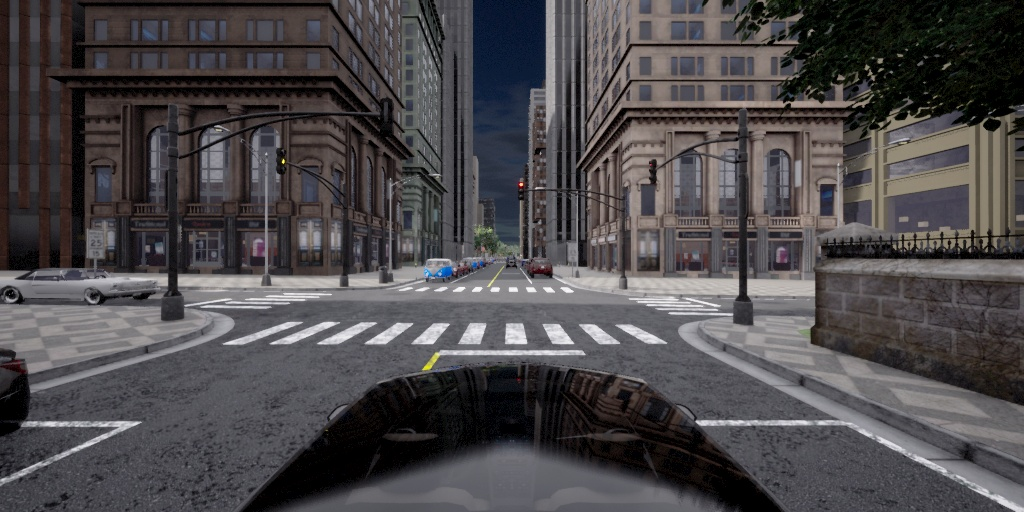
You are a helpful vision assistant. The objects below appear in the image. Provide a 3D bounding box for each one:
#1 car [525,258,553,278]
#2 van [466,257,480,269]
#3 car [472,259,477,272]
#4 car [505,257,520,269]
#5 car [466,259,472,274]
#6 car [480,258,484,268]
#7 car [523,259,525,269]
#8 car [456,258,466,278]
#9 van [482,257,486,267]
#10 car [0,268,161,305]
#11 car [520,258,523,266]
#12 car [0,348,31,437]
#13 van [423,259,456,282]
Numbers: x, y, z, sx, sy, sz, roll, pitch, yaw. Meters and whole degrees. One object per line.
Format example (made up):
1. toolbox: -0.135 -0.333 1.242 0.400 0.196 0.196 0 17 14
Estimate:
1. car: 2.698 1.085 33.950 2.192 1.841 5.009 0 0 0
2. van: -5.860 1.135 50.248 1.690 1.789 3.998 0 0 0
3. car: -5.849 1.351 44.806 1.948 1.339 4.313 0 0 0
4. car: -0.063 1.312 59.140 1.837 1.490 4.892 0 0 1
5. car: -5.838 1.323 39.365 1.888 1.381 4.507 0 0 0
6. car: -5.870 1.347 55.689 1.888 1.381 4.507 0 0 0
7. car: 2.688 1.092 39.391 2.192 1.841 5.009 0 0 0
8. car: -5.827 1.210 33.924 1.967 1.591 4.097 0 0 0
9. van: -5.881 1.151 61.130 1.690 1.789 3.998 0 0 0
10. car: -16.565 1.120 13.728 4.718 1.301 1.895 1 0 0
11. car: 2.655 1.353 55.713 2.007 1.370 4.403 0 0 0
12. car: -5.763 1.316 1.827 1.948 1.339 4.313 0 0 0
13. van: -5.816 1.105 28.484 1.690 1.789 3.998 0 0 0
